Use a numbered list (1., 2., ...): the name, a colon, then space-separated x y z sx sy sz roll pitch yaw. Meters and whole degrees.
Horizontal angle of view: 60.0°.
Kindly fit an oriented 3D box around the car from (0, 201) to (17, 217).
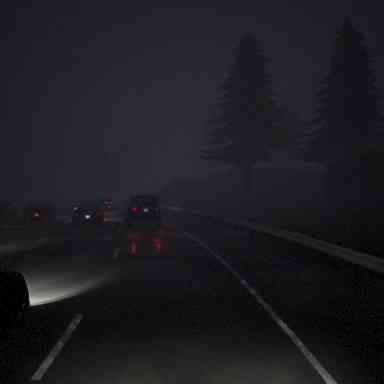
1. car: -17.229 1.505 30.439 1.812 1.442 4.674 0 0 -22

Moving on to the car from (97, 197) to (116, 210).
1. car: -10.778 1.444 40.974 1.837 1.490 4.892 0 0 -28

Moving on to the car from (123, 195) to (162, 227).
1. car: -3.404 1.182 22.586 2.150 2.045 5.566 0 0 -14

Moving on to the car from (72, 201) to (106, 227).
1. car: -7.118 1.533 22.877 1.994 1.385 4.181 0 0 -16

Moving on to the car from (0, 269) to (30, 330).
1. car: -3.832 1.564 4.277 1.994 1.385 4.181 0 0 -3

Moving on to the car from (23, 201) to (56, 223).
1. car: -11.602 1.452 25.535 1.882 1.535 5.008 0 0 -18
